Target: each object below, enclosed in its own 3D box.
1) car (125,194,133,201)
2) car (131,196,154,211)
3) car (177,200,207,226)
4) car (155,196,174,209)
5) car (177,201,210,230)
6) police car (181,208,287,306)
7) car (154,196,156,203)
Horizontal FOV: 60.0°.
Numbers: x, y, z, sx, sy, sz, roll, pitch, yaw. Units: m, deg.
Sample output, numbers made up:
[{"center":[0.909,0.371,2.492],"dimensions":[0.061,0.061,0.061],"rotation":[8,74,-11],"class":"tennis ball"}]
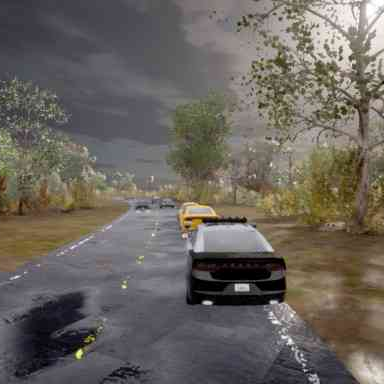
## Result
[{"center":[-16.399,1.343,87.855],"dimensions":[2.097,1.767,4.553],"rotation":[0,0,-17],"class":"car"},{"center":[-6.069,1.545,41.214],"dimensions":[2.033,1.411,5.357],"rotation":[0,0,-8],"class":"car"},{"center":[-0.135,1.453,24.431],"dimensions":[1.801,1.575,5.366],"rotation":[0,0,-5],"class":"car"},{"center":[-3.567,1.543,46.150],"dimensions":[2.033,1.411,5.357],"rotation":[0,0,-9],"class":"car"},{"center":[0.317,1.477,18.210],"dimensions":[1.882,1.535,5.008],"rotation":[0,0,-4],"class":"car"},{"center":[0.776,1.425,8.251],"dimensions":[1.930,1.638,5.238],"rotation":[0,0,-2],"class":"police car"},{"center":[-6.803,1.519,63.511],"dimensions":[1.812,1.442,4.674],"rotation":[0,0,-12],"class":"car"}]
